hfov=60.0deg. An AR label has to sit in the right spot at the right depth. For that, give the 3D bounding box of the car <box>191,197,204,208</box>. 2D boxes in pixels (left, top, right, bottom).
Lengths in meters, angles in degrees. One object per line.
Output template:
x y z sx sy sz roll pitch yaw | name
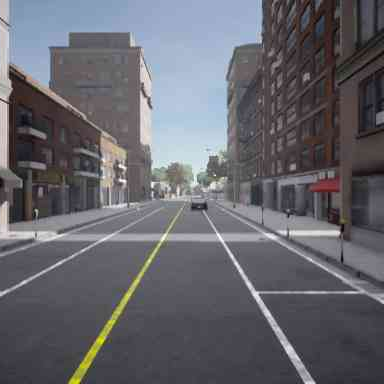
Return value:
0.825 1.550 49.279 1.812 1.442 4.674 0 0 0 | car

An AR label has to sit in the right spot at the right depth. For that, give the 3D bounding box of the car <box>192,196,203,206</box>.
0.825 1.496 55.469 1.801 1.575 5.366 0 0 0 | car

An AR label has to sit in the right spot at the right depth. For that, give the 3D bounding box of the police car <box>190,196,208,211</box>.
0.825 1.439 39.389 1.930 1.638 5.238 0 0 0 | police car
